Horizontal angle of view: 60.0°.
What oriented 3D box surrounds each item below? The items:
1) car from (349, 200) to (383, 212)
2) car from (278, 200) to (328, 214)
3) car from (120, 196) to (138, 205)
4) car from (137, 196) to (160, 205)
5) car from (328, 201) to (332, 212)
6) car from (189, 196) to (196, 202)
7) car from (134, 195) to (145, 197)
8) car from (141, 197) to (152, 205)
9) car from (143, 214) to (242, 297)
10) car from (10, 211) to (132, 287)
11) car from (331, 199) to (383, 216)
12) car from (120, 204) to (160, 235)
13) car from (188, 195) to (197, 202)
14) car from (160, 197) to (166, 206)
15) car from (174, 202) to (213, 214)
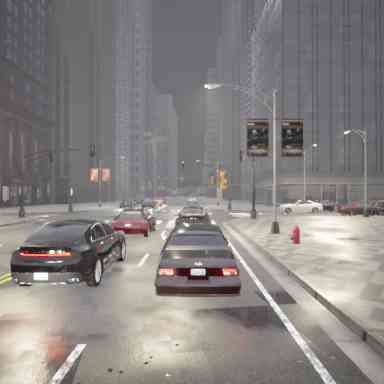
[{"bbox_3d":[20.886,1.638,38.810,4.313,1.339,1.947,0,0,-1],"label":"car"},{"bbox_3d":[11.692,1.597,35.924,4.674,1.442,1.812,0,-1,-1],"label":"car"},{"bbox_3d":[-9.795,1.727,50.739,1.837,1.490,4.892,0,0,-2],"label":"car"},{"bbox_3d":[-6.515,1.770,50.847,2.033,1.411,5.357,0,0,0],"label":"car"},{"bbox_3d":[15.246,1.657,38.732,4.313,1.339,1.947,0,0,-1],"label":"car"},{"bbox_3d":[0.144,2.015,91.214,1.882,1.535,5.008,0,0,0],"label":"car"},{"bbox_3d":[-9.722,1.513,60.758,2.150,2.045,5.566,0,0,0],"label":"car"},{"bbox_3d":[-9.639,1.896,71.105,1.812,1.442,4.674,0,0,0],"label":"car"},{"bbox_3d":[0.120,1.556,8.762,2.033,1.411,5.357,0,0,0],"label":"car"},{"bbox_3d":[-3.136,1.515,9.350,1.837,1.490,4.892,0,0,0],"label":"car"},{"bbox_3d":[15.363,1.573,30.208,4.206,1.307,1.802,0,0,-1],"label":"car"},{"bbox_3d":[-3.122,1.599,18.251,1.994,1.385,4.181,0,0,0],"label":"car"},{"bbox_3d":[0.127,1.675,80.637,2.150,2.045,5.566,0,0,0],"label":"car"},{"bbox_3d":[-6.476,1.639,60.129,2.097,1.767,4.553,0,0,0],"label":"car"},{"bbox_3d":[0.076,1.541,18.501,1.837,1.490,4.892,0,0,1],"label":"car"}]
